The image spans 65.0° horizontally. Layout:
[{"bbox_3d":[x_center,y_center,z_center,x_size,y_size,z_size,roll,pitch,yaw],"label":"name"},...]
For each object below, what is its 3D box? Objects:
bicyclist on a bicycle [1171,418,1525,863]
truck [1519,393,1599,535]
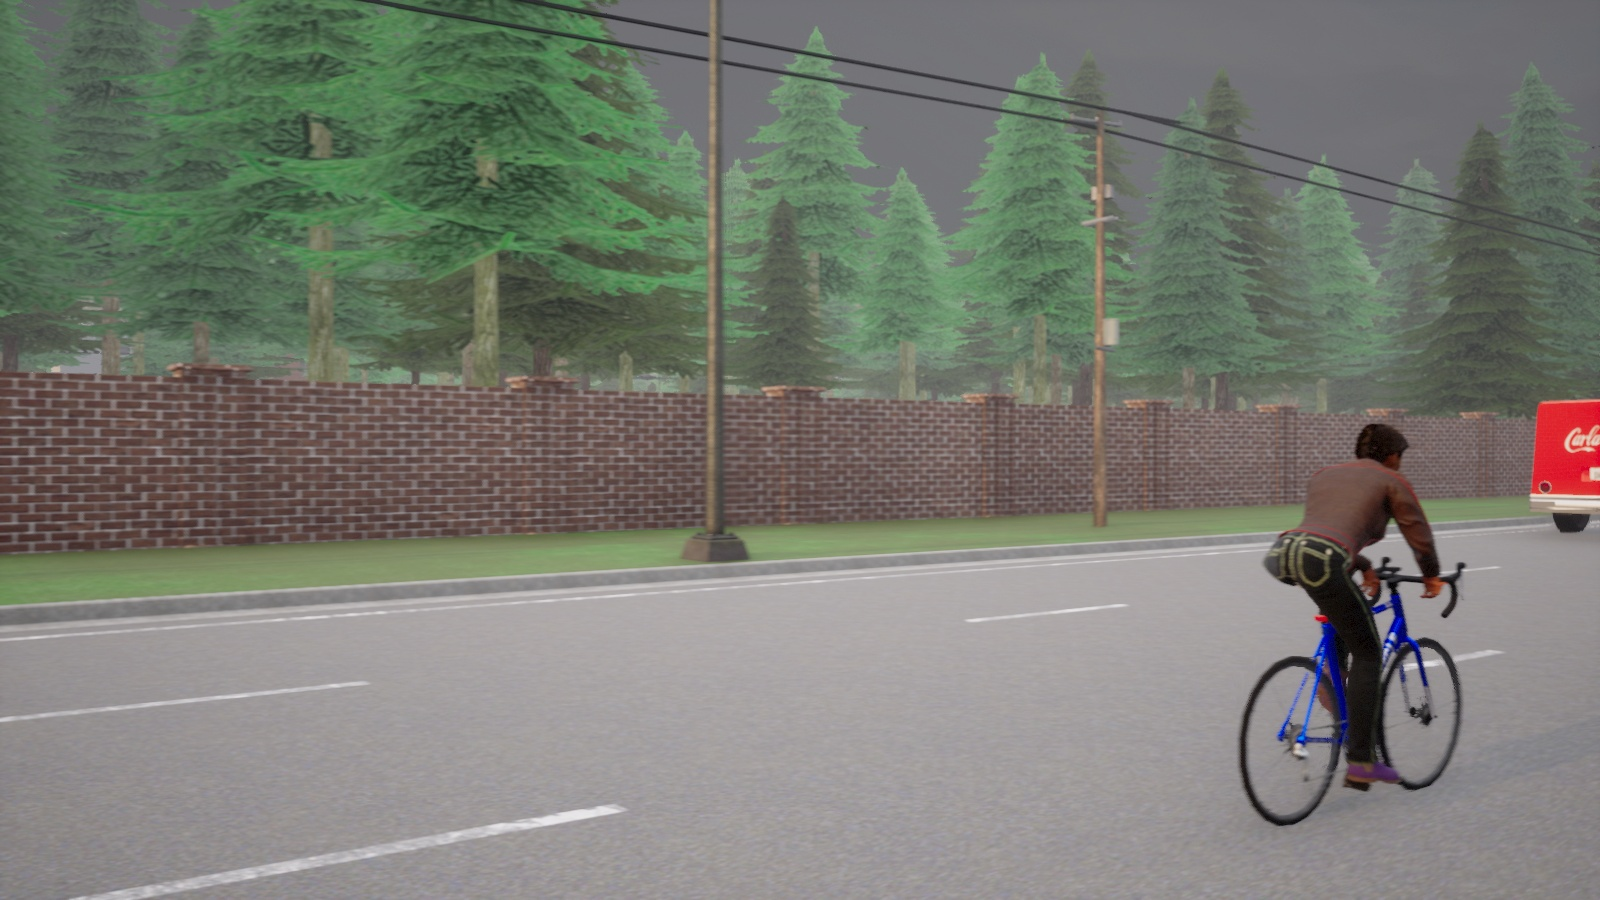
[{"bbox_3d":[2.338,0.698,5.286,1.656,1.620,0.582,0,0,-35],"label":"bicyclist on a bicycle"},{"bbox_3d":[16.034,0.238,23.349,5.204,2.467,2.627,0,0,-35],"label":"truck"}]
